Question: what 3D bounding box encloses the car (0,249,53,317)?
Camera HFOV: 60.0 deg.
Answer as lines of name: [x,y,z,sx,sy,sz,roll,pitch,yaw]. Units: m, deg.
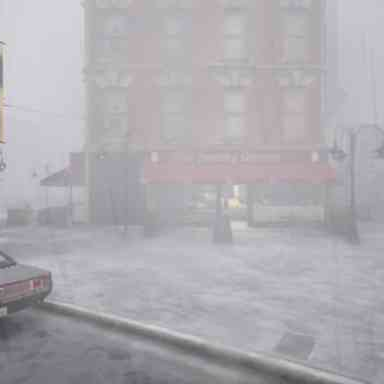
car: [-4.893,1.585,6.233,4.718,1.301,1.895,0,0,30]
